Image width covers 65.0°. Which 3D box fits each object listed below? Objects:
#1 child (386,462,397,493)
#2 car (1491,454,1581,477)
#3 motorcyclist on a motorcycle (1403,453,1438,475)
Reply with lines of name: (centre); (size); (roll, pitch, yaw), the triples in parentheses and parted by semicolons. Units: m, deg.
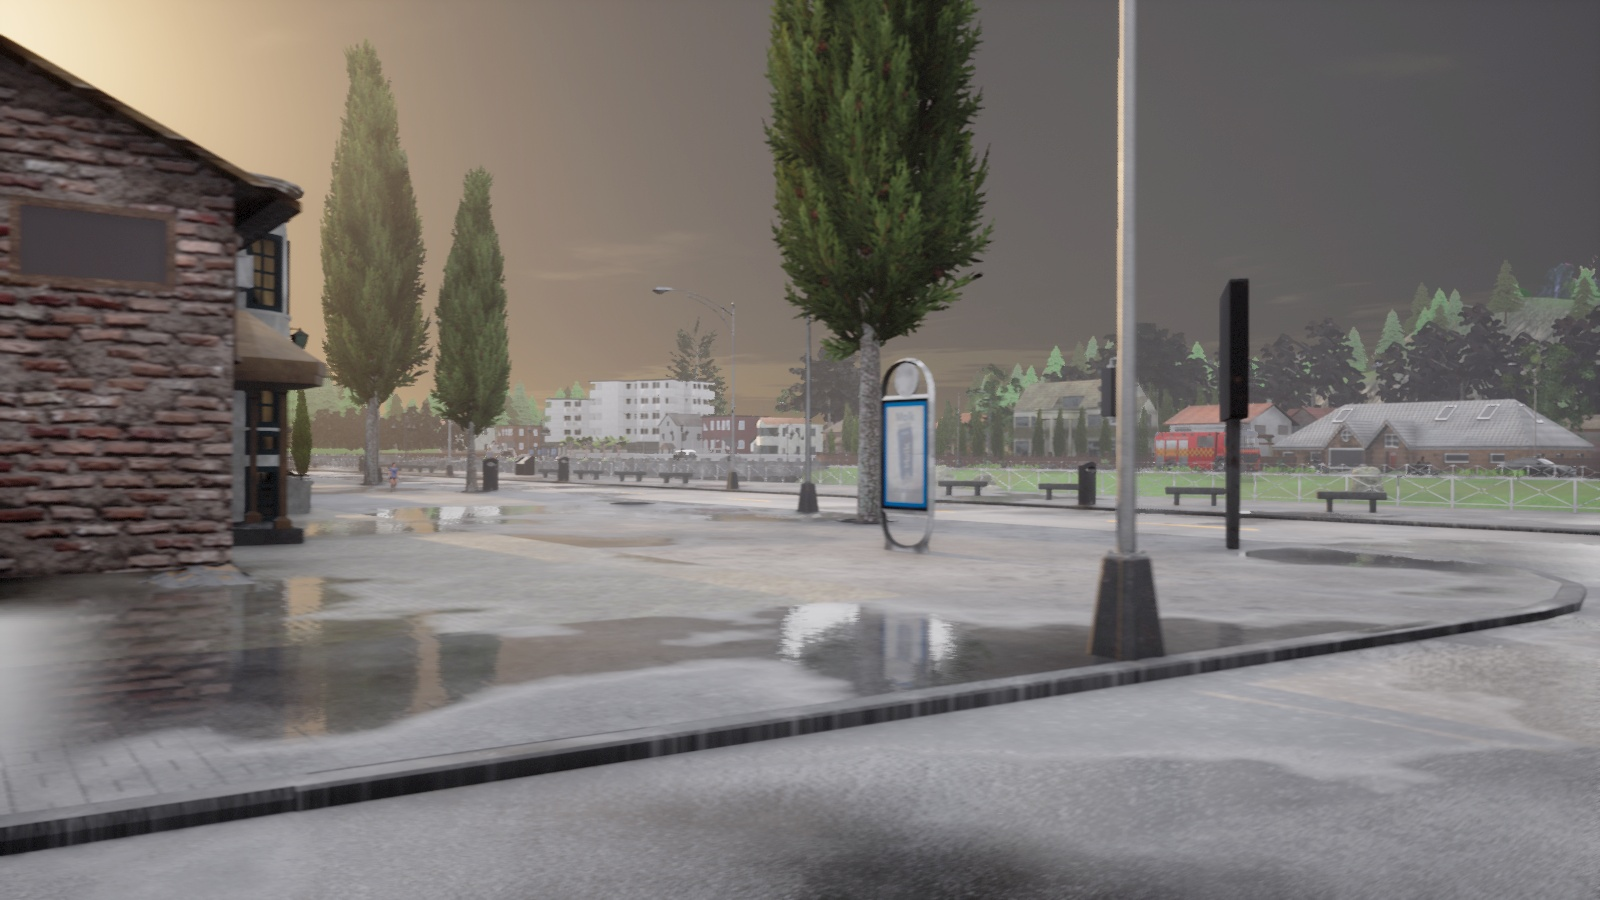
child: (-14.754, 0.993, 45.365); (0.255, 1.110, 0.394); (0, 0, -34)
car: (47.564, 0.973, 81.211); (1.812, 1.442, 4.674); (0, 0, -35)
motorcyclist on a motorcycle: (43.217, 0.955, 87.456); (0.797, 1.523, 2.044); (0, -1, -35)
